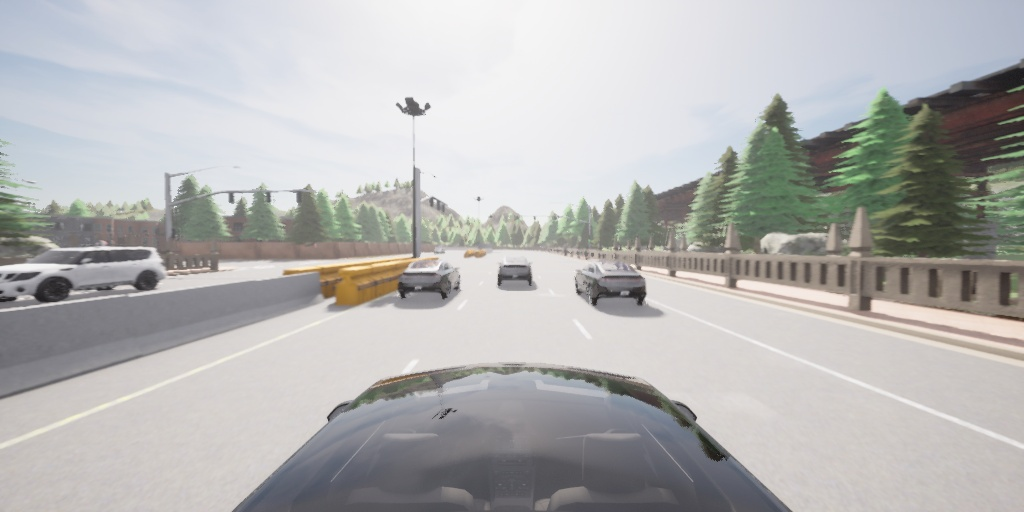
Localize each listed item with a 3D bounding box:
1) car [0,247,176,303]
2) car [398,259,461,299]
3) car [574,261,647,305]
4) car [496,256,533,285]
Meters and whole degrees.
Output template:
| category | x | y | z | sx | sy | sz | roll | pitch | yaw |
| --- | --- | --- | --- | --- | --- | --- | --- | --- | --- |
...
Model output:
| category | x | y | z | sx | sy | sz | roll | pitch | yaw |
| --- | --- | --- | --- | --- | --- | --- | --- | --- | --- |
| car | -17.561 | 0.634 | 14.723 | 2.150 | 2.045 | 5.566 | 0 | 2 | 0 |
| car | -3.366 | 0.886 | 15.306 | 2.128 | 1.511 | 4.902 | 0 | 2 | 0 |
| car | 3.627 | 0.926 | 13.926 | 2.128 | 1.511 | 4.902 | 0 | 2 | 0 |
| car | 0.158 | 0.745 | 20.163 | 2.128 | 1.511 | 4.902 | 0 | 2 | 0 |
